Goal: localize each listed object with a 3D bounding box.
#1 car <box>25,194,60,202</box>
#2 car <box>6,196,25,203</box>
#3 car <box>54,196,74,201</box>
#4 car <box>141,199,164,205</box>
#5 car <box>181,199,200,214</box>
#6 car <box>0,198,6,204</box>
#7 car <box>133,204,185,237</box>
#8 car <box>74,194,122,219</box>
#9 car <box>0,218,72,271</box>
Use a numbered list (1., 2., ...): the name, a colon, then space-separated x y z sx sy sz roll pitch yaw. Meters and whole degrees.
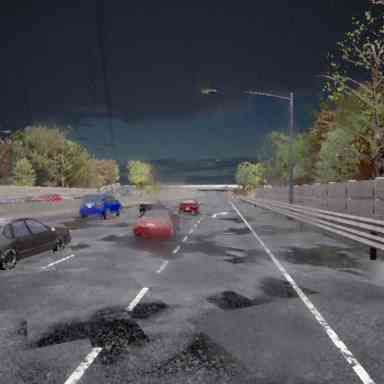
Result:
1. car: -20.422 1.231 46.731 2.150 2.045 5.566 0 0 5
2. car: -23.845 1.363 47.625 2.097 1.767 4.553 0 0 7
3. car: -16.922 1.573 46.587 1.994 1.385 4.181 0 0 5
4. car: -3.892 1.479 33.271 1.882 1.535 5.008 0 0 5
5. car: -0.201 1.480 35.182 1.882 1.535 5.008 0 0 5
6. car: -27.181 1.559 49.625 2.033 1.411 5.357 0 0 5
7. car: -1.779 1.563 18.072 1.994 1.385 4.181 0 0 5
8. car: -7.812 1.222 28.881 2.150 2.045 5.566 0 0 5
9. car: -5.956 1.546 10.903 2.033 1.411 5.357 0 0 5
